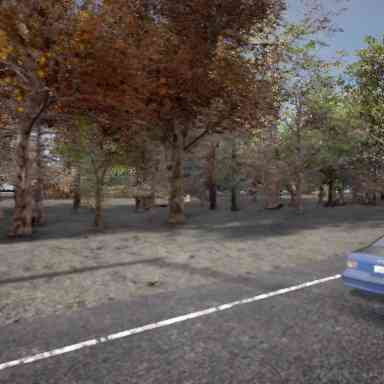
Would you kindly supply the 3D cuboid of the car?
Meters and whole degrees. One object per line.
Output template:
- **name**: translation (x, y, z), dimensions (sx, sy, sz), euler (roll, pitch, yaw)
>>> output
- **car**: translation (5.656, 1.517, 7.782), dimensions (5.357, 1.411, 2.033), euler (0, 0, -36)
